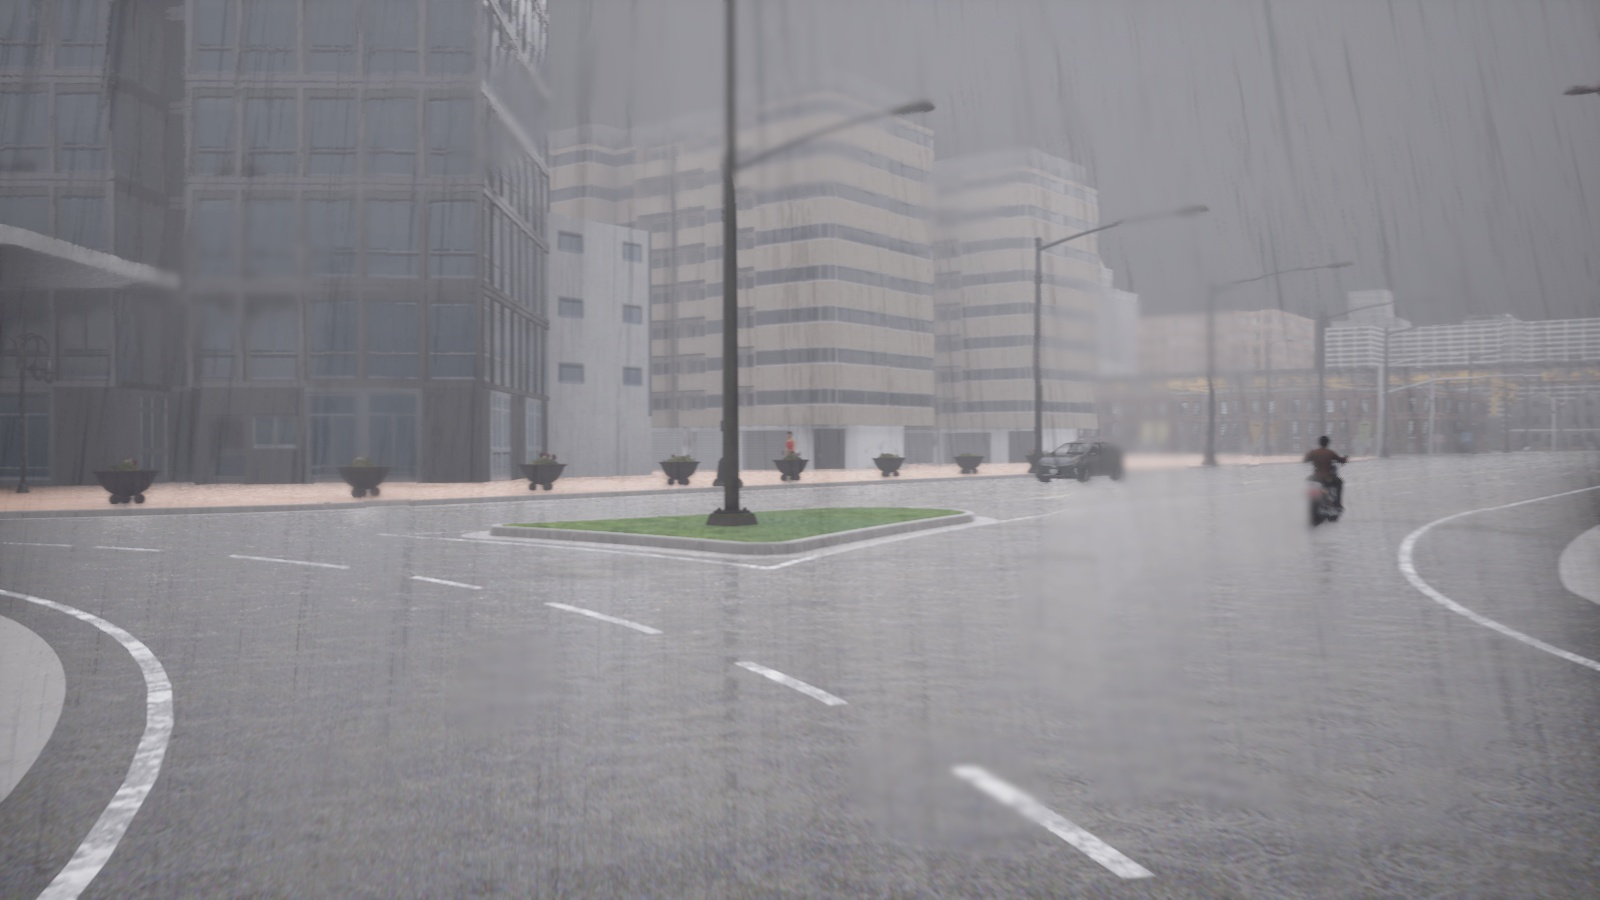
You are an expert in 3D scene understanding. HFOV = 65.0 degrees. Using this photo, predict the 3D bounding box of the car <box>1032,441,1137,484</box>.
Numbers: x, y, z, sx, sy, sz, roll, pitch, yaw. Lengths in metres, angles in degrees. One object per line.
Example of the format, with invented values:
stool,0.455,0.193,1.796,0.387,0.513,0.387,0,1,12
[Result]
car,10.598,0.426,46.594,2.007,1.525,4.514,0,0,39

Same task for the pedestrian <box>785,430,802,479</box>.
pedestrian,-0.249,0.165,47.400,0.345,1.836,0.594,0,0,42

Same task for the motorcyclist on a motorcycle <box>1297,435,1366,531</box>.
motorcyclist on a motorcycle,9.621,0.565,22.682,0.766,1.649,2.350,0,0,32
